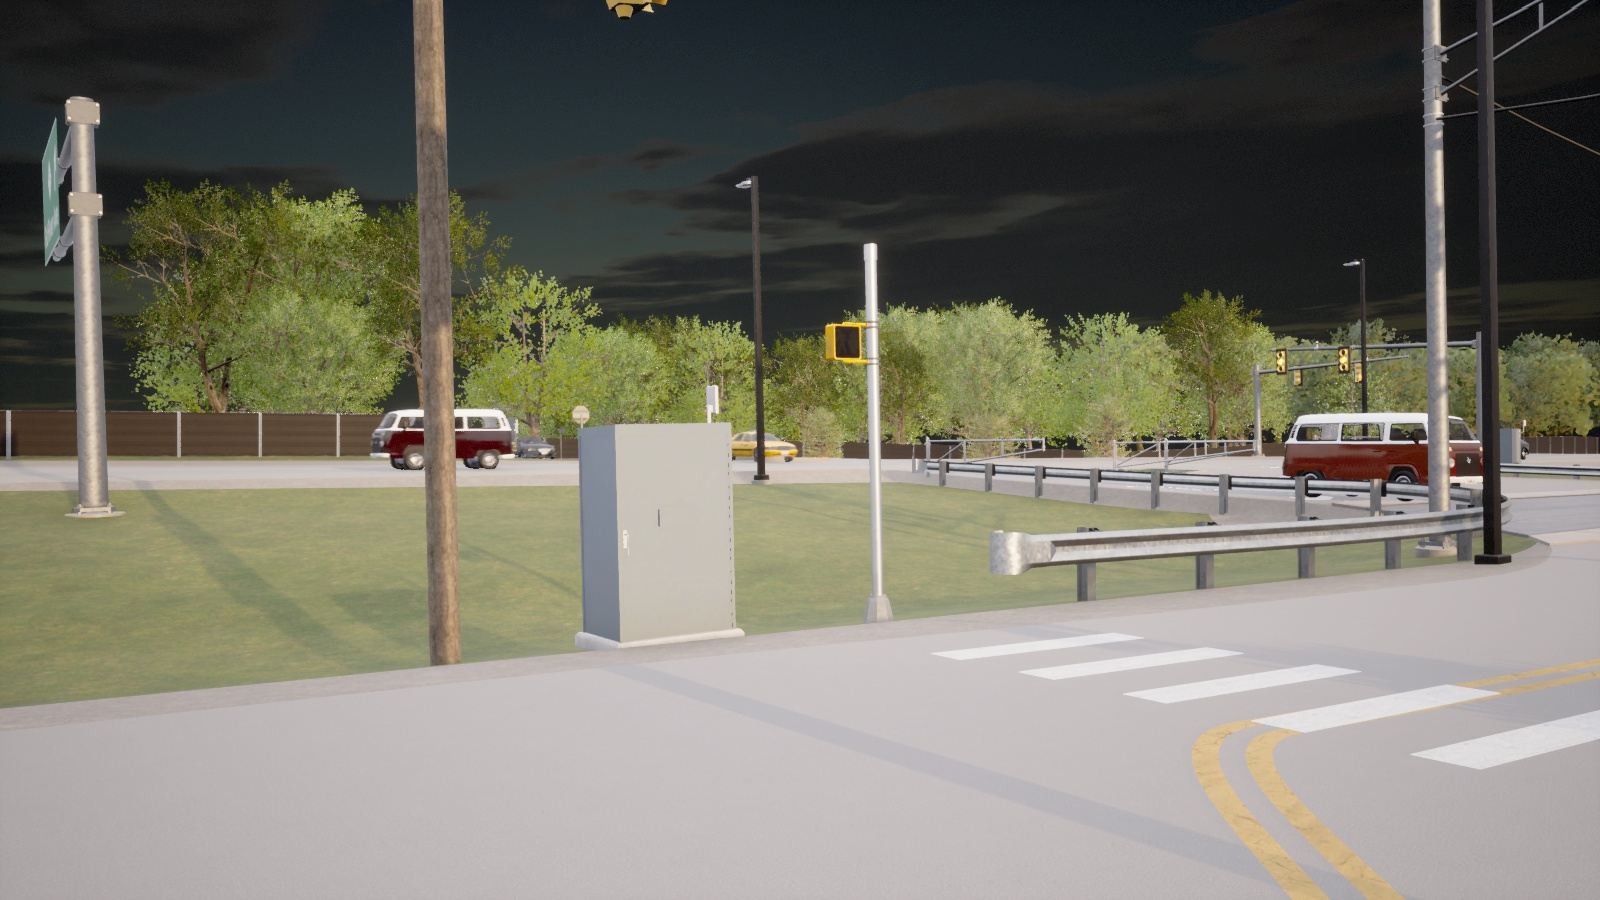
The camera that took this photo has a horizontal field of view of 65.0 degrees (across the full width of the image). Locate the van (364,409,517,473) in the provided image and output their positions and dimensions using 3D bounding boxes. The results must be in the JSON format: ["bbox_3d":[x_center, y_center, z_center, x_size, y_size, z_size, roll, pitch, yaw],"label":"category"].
[{"bbox_3d":[-11.910,-0.300,41.686,4.480,2.038,2.069,0,0,-33],"label":"van"}]

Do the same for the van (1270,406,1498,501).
[{"bbox_3d":[13.654,0.076,29.631,2.069,2.038,4.480,0,0,-30],"label":"van"}]

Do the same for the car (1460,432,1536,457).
[{"bbox_3d":[43.576,-0.358,78.360,4.902,1.511,2.128,0,0,-34],"label":"car"}]

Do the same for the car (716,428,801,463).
[{"bbox_3d":[-2.041,-0.225,59.320,1.801,1.575,5.366,-1,1,-28],"label":"car"}]

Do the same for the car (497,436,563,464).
[{"bbox_3d":[-16.045,-0.001,74.407,2.128,1.511,4.902,-2,0,-34],"label":"car"}]
